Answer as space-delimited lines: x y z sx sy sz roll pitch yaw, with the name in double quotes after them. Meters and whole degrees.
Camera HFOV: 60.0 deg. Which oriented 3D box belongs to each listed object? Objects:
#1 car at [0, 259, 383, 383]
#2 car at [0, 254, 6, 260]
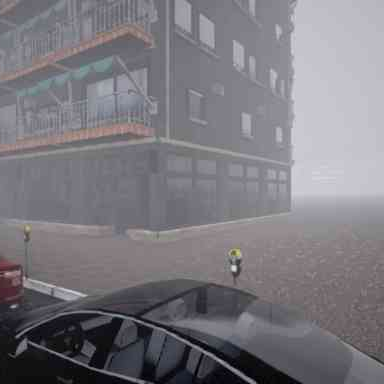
-0.469 1.566 3.205 4.313 1.339 1.947 0 0 35 "car"
-5.063 1.544 6.470 4.507 1.381 1.887 0 0 35 "car"
